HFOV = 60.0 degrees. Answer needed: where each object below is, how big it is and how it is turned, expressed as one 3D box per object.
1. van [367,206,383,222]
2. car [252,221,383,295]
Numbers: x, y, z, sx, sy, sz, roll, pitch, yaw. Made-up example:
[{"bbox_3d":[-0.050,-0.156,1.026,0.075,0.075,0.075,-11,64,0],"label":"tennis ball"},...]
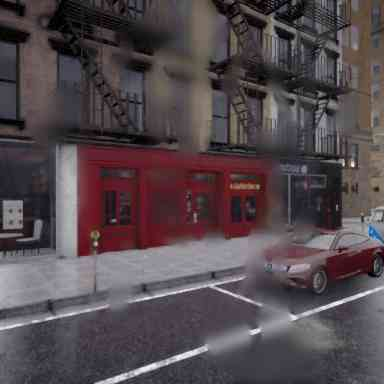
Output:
[{"bbox_3d":[7.832,1.340,11.747,3.998,1.788,1.690,0,0,-35],"label":"van"},{"bbox_3d":[3.424,1.581,8.618,4.206,1.307,1.802,0,0,-35],"label":"car"}]
